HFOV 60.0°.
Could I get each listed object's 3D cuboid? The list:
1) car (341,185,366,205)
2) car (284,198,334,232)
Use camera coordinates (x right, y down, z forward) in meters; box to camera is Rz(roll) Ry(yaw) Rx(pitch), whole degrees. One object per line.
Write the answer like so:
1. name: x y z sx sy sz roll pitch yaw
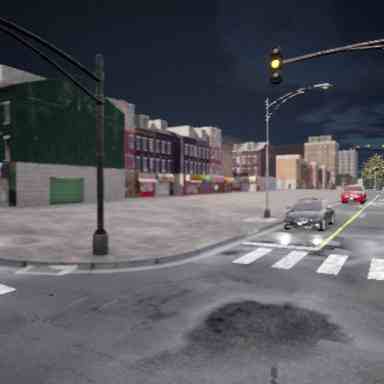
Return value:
1. car: 18.044 0.267 36.967 2.150 2.045 5.566 0 2 31
2. car: 6.265 1.103 17.536 1.837 1.490 4.892 0 3 31
